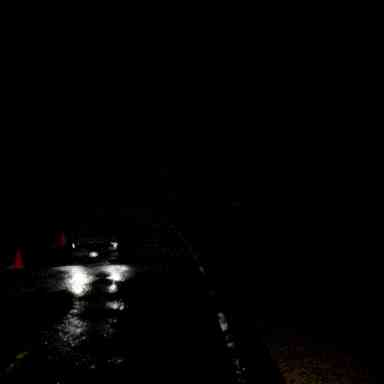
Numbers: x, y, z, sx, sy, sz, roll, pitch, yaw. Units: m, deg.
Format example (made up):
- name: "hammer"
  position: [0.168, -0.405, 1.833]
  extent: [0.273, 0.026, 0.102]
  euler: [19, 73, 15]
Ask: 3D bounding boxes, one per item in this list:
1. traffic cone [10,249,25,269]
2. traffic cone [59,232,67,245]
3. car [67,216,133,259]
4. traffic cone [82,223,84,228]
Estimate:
- name: "traffic cone"
  position: [-5.452, 2.074, 10.438]
  extent: [0.340, 0.580, 0.340]
  euler: [0, -1, -5]
- name: "traffic cone"
  position: [-5.929, 2.125, 15.324]
  extent: [0.340, 0.580, 0.340]
  euler: [0, -1, -7]
- name: "car"
  position: [-3.462, 1.695, 13.535]
  extent: [2.033, 1.411, 5.357]
  euler: [0, -1, -6]
- name: "traffic cone"
  position: [-6.570, 2.177, 20.190]
  extent: [0.340, 0.580, 0.340]
  euler: [0, -1, -8]
